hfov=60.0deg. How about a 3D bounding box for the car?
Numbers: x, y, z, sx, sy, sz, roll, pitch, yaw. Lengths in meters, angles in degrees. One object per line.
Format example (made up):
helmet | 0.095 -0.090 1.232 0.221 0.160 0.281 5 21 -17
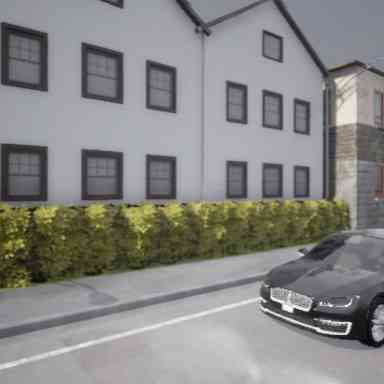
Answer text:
car | 3.420 1.520 6.423 4.892 1.490 1.837 1 0 -35
